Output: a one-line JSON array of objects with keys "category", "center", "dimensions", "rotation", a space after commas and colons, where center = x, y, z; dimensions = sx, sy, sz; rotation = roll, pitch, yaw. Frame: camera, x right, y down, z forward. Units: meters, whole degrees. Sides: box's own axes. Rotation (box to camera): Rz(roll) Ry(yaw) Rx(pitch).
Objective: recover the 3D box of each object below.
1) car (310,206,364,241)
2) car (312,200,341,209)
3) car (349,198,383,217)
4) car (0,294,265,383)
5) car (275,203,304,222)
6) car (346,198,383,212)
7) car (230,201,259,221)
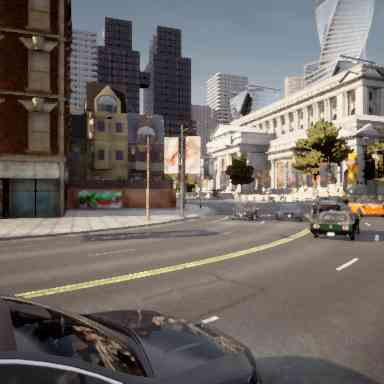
[{"category": "car", "center": [7.382, 1.606, 16.866], "dimensions": [1.895, 1.301, 4.718], "rotation": [0, 0, 31]}, {"category": "car", "center": [12.620, 1.464, 31.463], "dimensions": [1.882, 1.535, 5.008], "rotation": [0, 0, 10]}, {"category": "car", "center": [16.058, 1.348, 30.805], "dimensions": [2.097, 1.767, 4.553], "rotation": [0, 0, 10]}, {"category": "car", "center": [-1.606, 1.502, 2.133], "dimensions": [4.892, 1.490, 1.837], "rotation": [0, 0, -35]}, {"category": "car", "center": [7.779, 1.581, 26.447], "dimensions": [1.994, 1.385, 4.181], "rotation": [0, 0, 17]}, {"category": "car", "center": [19.943, 1.496, 38.519], "dimensions": [2.002, 1.452, 4.674], "rotation": [0, 0, 1]}, {"category": "car", "center": [4.440, 1.539, 27.498], "dimensions": [1.837, 1.490, 4.892], "rotation": [0, 0, 17]}]
